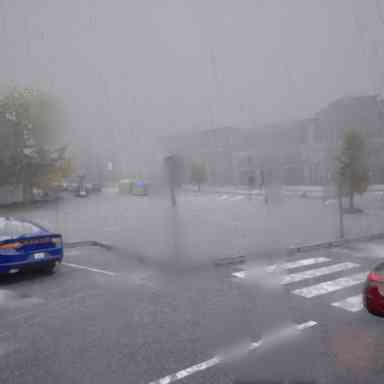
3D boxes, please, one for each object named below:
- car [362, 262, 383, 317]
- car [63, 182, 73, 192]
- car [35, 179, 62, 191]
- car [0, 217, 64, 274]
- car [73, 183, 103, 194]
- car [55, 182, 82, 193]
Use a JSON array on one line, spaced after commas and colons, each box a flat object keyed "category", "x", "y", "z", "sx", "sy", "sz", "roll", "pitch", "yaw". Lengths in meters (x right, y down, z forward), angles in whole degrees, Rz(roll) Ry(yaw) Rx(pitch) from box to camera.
[{"category": "car", "x": 5.019, "y": 1.552, "z": 6.194, "sx": 4.181, "sy": 1.385, "sz": 1.994, "roll": 0, "pitch": 0, "yaw": -36}, {"category": "car", "x": -18.631, "y": -0.779, "z": 55.205, "sx": 2.231, "sy": 1.521, "sz": 4.892, "roll": 1, "pitch": 6, "yaw": 16}, {"category": "car", "x": -25.917, "y": -1.273, "z": 60.210, "sx": 2.185, "sy": 1.767, "sz": 4.553, "roll": 0, "pitch": 6, "yaw": 15}, {"category": "car", "x": -5.864, "y": 1.497, "z": 9.877, "sx": 5.008, "sy": 1.535, "sz": 2.097, "roll": -1, "pitch": 0, "yaw": 36}, {"category": "car", "x": -16.251, "y": -0.616, "z": 53.442, "sx": 2.163, "sy": 1.488, "sz": 4.792, "roll": 1, "pitch": 6, "yaw": 17}, {"category": "car", "x": -21.047, "y": -0.867, "z": 56.910, "sx": 2.002, "sy": 1.452, "sz": 4.674, "roll": 0, "pitch": 6, "yaw": 16}]
